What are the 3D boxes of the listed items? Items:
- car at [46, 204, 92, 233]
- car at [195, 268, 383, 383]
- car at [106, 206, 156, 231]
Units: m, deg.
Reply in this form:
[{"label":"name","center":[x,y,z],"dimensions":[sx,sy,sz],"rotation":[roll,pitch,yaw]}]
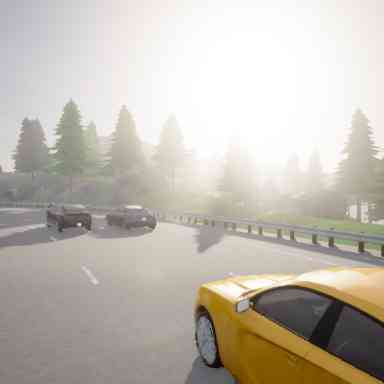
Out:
[{"label":"car","center":[-7.491,1.505,20.107],"dimensions":[1.837,1.490,4.892],"rotation":[0,0,-34]},{"label":"car","center":[1.627,1.477,3.112],"dimensions":[1.882,1.535,5.008],"rotation":[0,0,-22]},{"label":"car","center":[-3.922,1.564,21.023],"dimensions":[1.994,1.385,4.181],"rotation":[0,0,-34]}]
